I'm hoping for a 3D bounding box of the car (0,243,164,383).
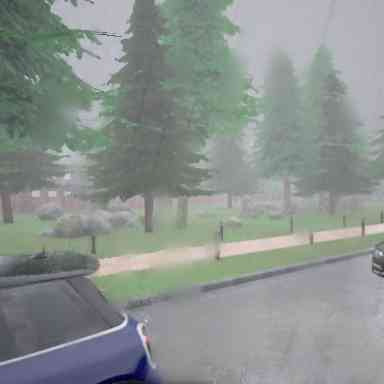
[{"bbox_3d":[-2.486,1.353,2.182,4.553,1.767,2.097,0,0,-36],"label":"car"}]

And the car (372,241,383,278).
[{"bbox_3d":[6.666,1.472,8.872,4.902,1.511,2.128,0,0,-36],"label":"car"}]
